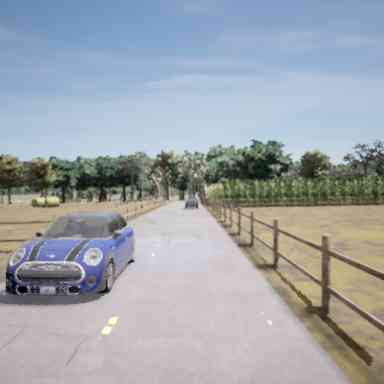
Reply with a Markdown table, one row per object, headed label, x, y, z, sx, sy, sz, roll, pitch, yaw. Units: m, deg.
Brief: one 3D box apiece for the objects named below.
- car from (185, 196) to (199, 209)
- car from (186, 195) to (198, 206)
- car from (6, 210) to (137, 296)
| label | x | y | z | sx | sy | sz | roll | pitch | yaw |
| --- | --- | --- | --- | --- | --- | --- | --- | --- | --- |
| car | -0.012 | 1.556 | 46.501 | 2.128 | 1.511 | 4.902 | 0 | 0 | 0 |
| car | -0.015 | 1.487 | 56.898 | 2.097 | 1.767 | 4.553 | 0 | 0 | 0 |
| car | -2.832 | 1.342 | 8.795 | 2.097 | 1.767 | 4.553 | 0 | 0 | 0 |
